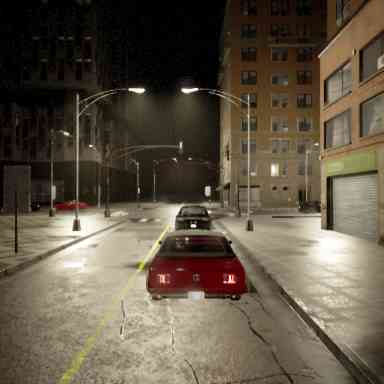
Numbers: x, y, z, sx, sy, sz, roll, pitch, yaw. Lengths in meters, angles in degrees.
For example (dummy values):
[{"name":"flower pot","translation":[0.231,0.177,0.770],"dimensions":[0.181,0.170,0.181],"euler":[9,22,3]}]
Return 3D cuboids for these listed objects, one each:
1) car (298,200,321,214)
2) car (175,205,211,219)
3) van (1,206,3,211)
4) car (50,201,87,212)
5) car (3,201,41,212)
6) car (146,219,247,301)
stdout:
[{"name":"car","translation":[12.041,1.414,30.826],"dimensions":[4.313,1.339,1.947],"euler":[0,0,0]},{"name":"car","translation":[0.059,1.474,18.431],"dimensions":[1.882,1.535,5.008],"euler":[0,0,0]},{"name":"van","translation":[-20.185,1.425,30.791],"dimensions":[3.998,1.788,1.690],"euler":[0,0,0]},{"name":"car","translation":[-14.553,1.701,39.321],"dimensions":[4.206,1.307,1.802],"euler":[0,0,0]},{"name":"car","translation":[-20.201,1.725,39.315],"dimensions":[4.313,1.339,1.947],"euler":[0,0,0]},{"name":"car","translation":[0.081,1.601,8.282],"dimensions":[1.895,1.301,4.718],"euler":[0,0,0]}]
